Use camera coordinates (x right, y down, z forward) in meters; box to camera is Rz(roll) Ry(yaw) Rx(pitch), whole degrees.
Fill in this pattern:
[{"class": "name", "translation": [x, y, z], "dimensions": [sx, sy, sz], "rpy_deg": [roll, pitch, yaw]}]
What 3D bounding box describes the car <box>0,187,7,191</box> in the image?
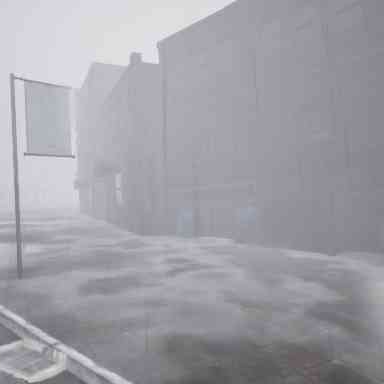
[{"class": "car", "translation": [-47.420, -0.646, 79.378], "dimensions": [2.231, 1.521, 4.892], "rpy_deg": [-4, -3, 5]}]
